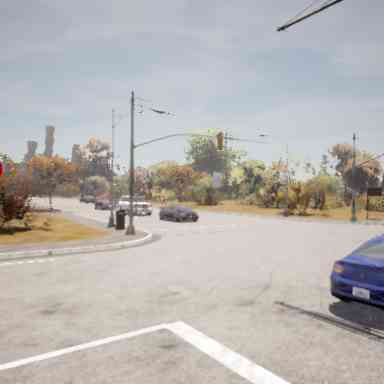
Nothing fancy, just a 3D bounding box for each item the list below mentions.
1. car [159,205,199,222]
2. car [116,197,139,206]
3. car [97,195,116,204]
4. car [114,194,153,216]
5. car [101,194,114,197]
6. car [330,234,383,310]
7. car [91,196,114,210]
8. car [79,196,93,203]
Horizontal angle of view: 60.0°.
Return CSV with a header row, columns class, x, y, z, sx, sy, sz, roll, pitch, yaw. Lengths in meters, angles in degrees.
class,x,y,z,sx,sy,sz,roll,pitch,yaw
car,-1.140,1.764,28.182,1.994,1.385,4.181,1,0,-32
car,-11.237,1.610,57.593,2.128,1.511,4.902,1,0,-33
car,-17.125,1.404,66.113,1.882,1.535,5.008,1,1,-37
car,-6.246,1.425,36.280,2.150,2.045,5.566,1,0,-33
car,-14.157,1.295,55.661,2.150,2.045,5.566,1,0,-33
car,4.854,1.629,7.201,4.674,1.442,1.812,1,0,-35
car,-11.755,1.678,45.013,1.812,1.442,4.674,1,0,-32
car,-20.066,1.425,64.210,2.033,1.411,5.357,1,1,-37
